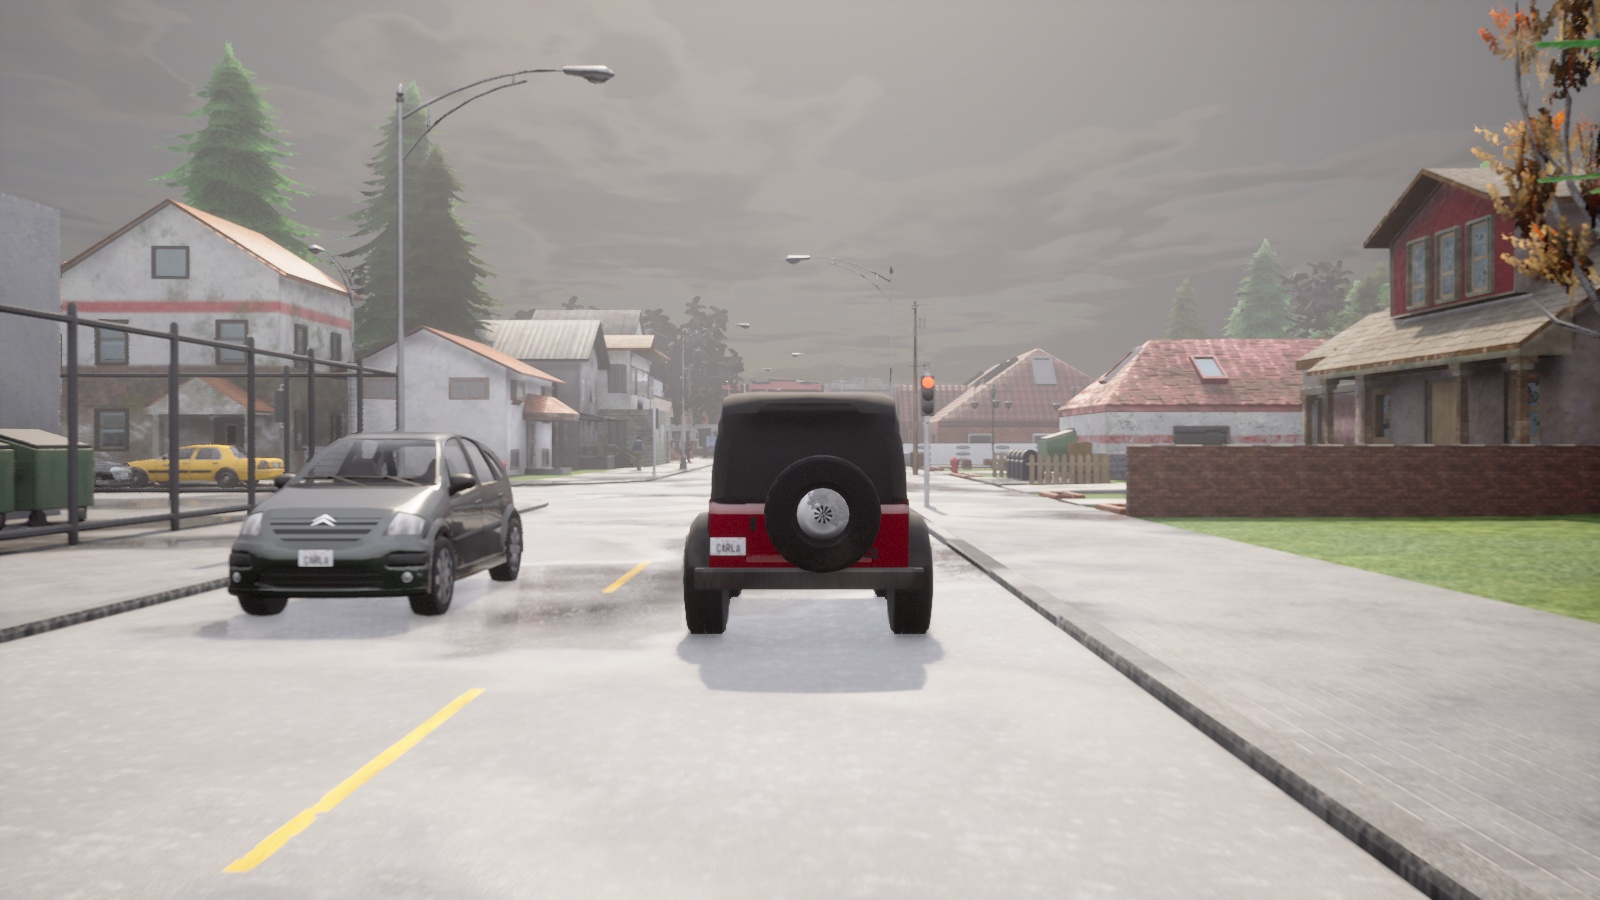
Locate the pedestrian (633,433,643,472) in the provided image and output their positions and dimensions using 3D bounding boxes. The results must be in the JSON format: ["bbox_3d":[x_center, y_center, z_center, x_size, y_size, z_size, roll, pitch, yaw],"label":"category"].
[{"bbox_3d":[-8.148,0.100,63.218,0.423,1.949,0.788,0,0,-12],"label":"pedestrian"}]

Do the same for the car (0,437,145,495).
[{"bbox_3d":[-22.284,0.455,37.048,4.856,1.649,2.033,0,0,2],"label":"car"}]

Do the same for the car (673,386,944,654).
[{"bbox_3d":[0.069,0.483,10.756,1.905,1.878,3.866,0,0,0],"label":"car"}]

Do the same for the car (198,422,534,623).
[{"bbox_3d":[-3.926,0.574,12.121,1.851,1.617,3.988,0,0,0],"label":"car"}]

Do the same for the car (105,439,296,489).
[{"bbox_3d":[-19.495,0.443,40.994,5.366,1.575,1.801,0,0,0],"label":"car"}]

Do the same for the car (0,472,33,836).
[{"bbox_3d":[-4.019,0.791,2.897,1.994,1.385,4.181,0,0,-1],"label":"car"}]
